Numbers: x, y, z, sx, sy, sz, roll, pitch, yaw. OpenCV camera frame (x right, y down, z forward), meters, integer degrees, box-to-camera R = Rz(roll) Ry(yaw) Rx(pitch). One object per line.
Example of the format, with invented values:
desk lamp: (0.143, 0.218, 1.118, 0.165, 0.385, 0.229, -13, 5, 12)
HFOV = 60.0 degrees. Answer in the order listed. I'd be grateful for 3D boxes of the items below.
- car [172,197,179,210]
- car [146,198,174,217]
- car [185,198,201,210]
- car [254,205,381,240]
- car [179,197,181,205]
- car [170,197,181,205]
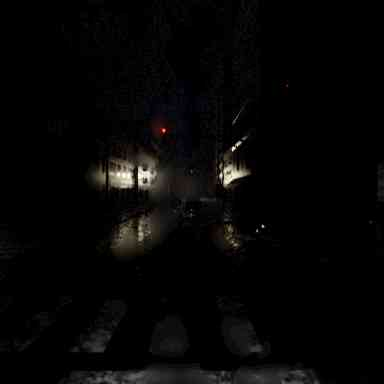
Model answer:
car: (-3.035, 1.511, 40.038, 2.033, 1.411, 5.357, 0, 0, 1)
car: (-3.053, 1.530, 30.711, 1.994, 1.385, 4.181, 0, 0, 0)
car: (0.144, 1.441, 42.306, 1.882, 1.535, 5.008, 0, 0, 0)
car: (5.804, 1.440, 16.053, 5.357, 1.411, 2.033, -1, 0, 0)
car: (-2.987, 1.528, 49.992, 1.994, 1.385, 4.181, 0, 0, 0)
car: (-2.919, 1.569, 59.954, 1.895, 1.301, 4.718, 0, 0, 0)
